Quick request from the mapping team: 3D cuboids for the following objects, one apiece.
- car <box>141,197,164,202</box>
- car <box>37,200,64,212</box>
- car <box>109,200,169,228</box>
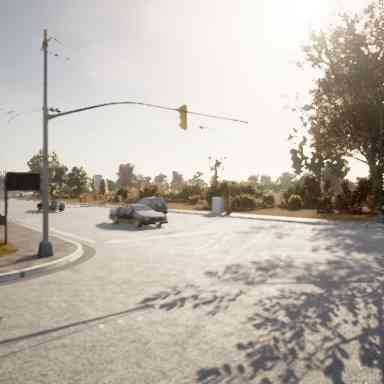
[{"bbox_3d":[-4.499,1.321,34.609,2.097,1.767,4.553,0,0,-39],"label":"car"},{"bbox_3d":[-16.027,1.585,37.650,1.895,1.301,4.718,0,0,-39],"label":"car"},{"bbox_3d":[-3.743,1.528,22.315,2.033,1.411,5.357,0,0,-39],"label":"car"}]
